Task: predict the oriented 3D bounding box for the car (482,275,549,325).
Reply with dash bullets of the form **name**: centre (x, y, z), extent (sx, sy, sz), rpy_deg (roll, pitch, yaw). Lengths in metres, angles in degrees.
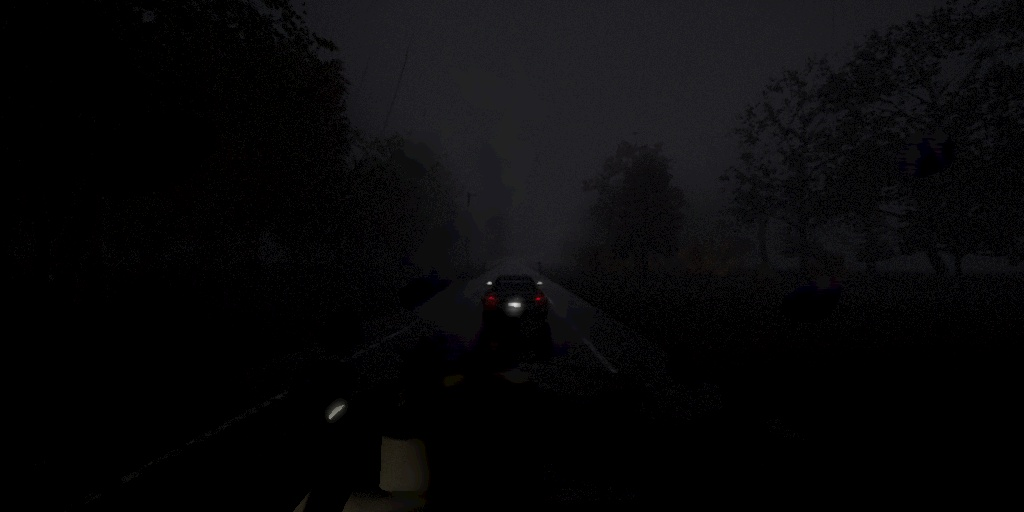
- **car**: centre (0.099, 1.315, 11.854), extent (1.994, 1.385, 4.181), rpy_deg (0, 0, 0)
